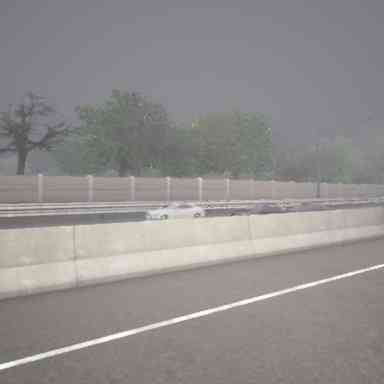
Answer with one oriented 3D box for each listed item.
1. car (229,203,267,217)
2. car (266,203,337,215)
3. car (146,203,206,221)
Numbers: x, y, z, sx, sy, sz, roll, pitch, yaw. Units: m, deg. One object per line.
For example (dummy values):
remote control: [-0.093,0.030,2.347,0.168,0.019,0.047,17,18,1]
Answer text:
car: [5.239,1.537,24.868,5.357,1.411,2.033,0,0,-35]
car: [7.772,1.538,22.368,5.357,1.411,2.033,0,0,-35]
car: [-1.123,1.517,24.654,4.674,1.442,1.812,0,0,-35]
